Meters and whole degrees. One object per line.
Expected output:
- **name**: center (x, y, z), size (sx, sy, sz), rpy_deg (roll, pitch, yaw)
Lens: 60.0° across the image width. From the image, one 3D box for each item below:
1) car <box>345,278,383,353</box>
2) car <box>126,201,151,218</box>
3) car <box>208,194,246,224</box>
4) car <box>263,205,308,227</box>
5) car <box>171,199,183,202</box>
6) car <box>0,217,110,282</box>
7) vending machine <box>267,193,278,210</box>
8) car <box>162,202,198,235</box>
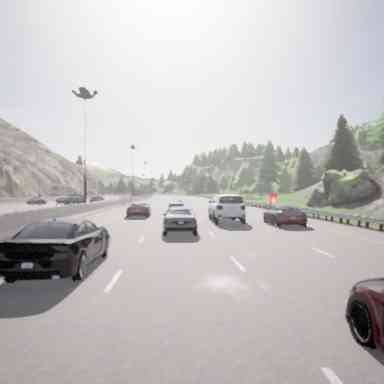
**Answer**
- **car**: center (3.453, 1.553, 3.619), size (1.994, 1.385, 4.181), rpy_deg (0, 0, -1)
- **car**: center (-4.828, 1.541, 30.556), size (1.994, 1.385, 4.181), rpy_deg (0, 0, -3)
- **car**: center (2.507, 1.190, 24.571), size (2.150, 2.045, 5.566), rpy_deg (0, 0, -3)
- **car**: center (6.128, 1.528, 22.331), size (1.994, 1.385, 4.181), rpy_deg (0, 0, -3)
- **car**: center (-1.717, 1.511, 37.856), size (2.033, 1.411, 5.357), rpy_deg (0, 0, -3)
- **car**: center (-3.756, 1.475, 9.842), size (1.882, 1.535, 5.008), rpy_deg (0, 0, -2)
- **vending machine**: center (10.010, 1.131, 41.324), size (1.100, 2.100, 0.880), rpy_deg (0, 0, -3)
- **car**: center (-0.679, 1.529, 18.692), size (2.033, 1.411, 5.357), rpy_deg (0, 0, -3)
